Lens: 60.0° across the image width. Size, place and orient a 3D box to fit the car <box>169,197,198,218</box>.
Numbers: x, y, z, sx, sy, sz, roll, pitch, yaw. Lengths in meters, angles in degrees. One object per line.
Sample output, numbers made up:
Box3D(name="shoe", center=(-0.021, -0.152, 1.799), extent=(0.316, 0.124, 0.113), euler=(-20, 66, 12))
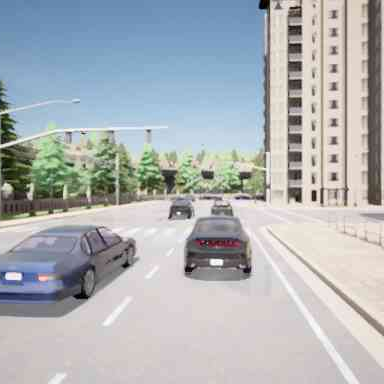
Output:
Box3D(name="car", center=(-0.855, 1.486, 29.430), extent=(1.837, 1.490, 4.892), euler=(0, 0, 6))

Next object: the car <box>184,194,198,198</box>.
Box3D(name="car", center=(-0.567, 1.274, 69.783), extent=(2.097, 1.767, 4.553), euler=(0, 0, 8))

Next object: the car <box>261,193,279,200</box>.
Box3D(name="car", center=(21.770, 1.248, 92.723), extent=(4.553, 1.767, 2.097), euler=(0, 0, -18))

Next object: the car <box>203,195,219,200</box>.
Box3D(name="car", center=(5.606, 1.497, 84.675), extent=(1.895, 1.301, 4.718), euler=(0, 0, 35))

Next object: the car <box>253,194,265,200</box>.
Box3D(name="car", center=(18.282, 1.399, 87.092), extent=(4.892, 1.490, 1.837), euler=(0, 0, -32))

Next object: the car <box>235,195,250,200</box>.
Box3D(name="car", center=(13.183, 1.423, 87.667), extent=(4.674, 1.442, 1.812), euler=(0, 0, -37))

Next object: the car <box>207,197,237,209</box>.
Box3D(name="car", center=(2.623, 1.495, 29.030), extent=(2.128, 1.511, 4.902), euler=(0, 0, 6))

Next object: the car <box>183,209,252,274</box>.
Box3D(name="car", center=(0.849, 1.491, 10.583), extent=(1.837, 1.490, 4.892), euler=(0, 0, 6))

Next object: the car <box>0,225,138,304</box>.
Box3D(name="car", center=(-2.894, 1.536, 8.361), extent=(2.033, 1.411, 5.357), euler=(0, 0, 6))

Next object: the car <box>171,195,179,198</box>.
Box3D(name="car", center=(-3.639, 1.456, 72.410), extent=(2.033, 1.411, 5.357), euler=(0, 0, 8))

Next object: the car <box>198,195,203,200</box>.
Box3D(name="car", center=(3.124, 1.424, 87.185), extent=(2.128, 1.511, 4.902), euler=(0, 0, 35))
